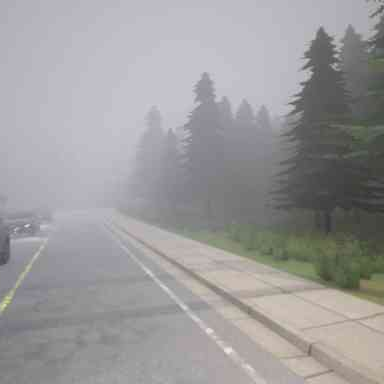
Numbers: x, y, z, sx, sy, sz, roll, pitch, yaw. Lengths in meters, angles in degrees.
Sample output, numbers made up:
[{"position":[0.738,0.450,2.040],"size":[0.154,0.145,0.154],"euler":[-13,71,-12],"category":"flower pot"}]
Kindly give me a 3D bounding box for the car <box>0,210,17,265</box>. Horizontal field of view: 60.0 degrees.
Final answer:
[{"position":[-7.004,1.505,9.932],"size":[2.150,2.045,5.566],"euler":[-1,-1,-20],"category":"car"}]

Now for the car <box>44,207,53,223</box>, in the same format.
[{"position":[-14.939,2.219,32.998],"size":[2.128,1.511,4.902],"euler":[-1,0,-18],"category":"car"}]

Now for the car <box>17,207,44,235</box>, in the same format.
[{"position":[-11.264,2.025,22.072],"size":[1.837,1.490,4.892],"euler":[-1,0,-19],"category":"car"}]
